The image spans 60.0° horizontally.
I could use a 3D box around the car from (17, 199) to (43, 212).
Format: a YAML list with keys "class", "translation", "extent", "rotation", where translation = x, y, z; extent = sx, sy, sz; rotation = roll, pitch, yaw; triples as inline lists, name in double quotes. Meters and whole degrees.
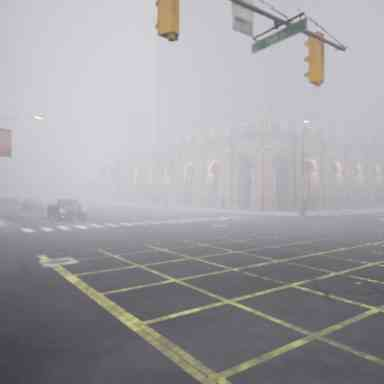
- class: "car"
  translation: [-18.021, 1.476, 37.487]
  extent: [1.812, 1.442, 4.674]
  rotation: [0, 0, -35]

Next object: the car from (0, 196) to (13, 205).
- class: "car"
  translation: [-32.560, 1.457, 57.997]
  extent: [1.994, 1.385, 4.181]
  rotation: [0, 0, -35]

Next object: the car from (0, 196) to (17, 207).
- class: "car"
  translation: [-27.685, 1.533, 50.986]
  extent: [1.895, 1.301, 4.718]
  rotation: [0, 0, -35]

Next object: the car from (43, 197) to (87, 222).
- class: "car"
  translation: [-9.772, 1.318, 25.864]
  extent: [2.097, 1.767, 4.553]
  rotation: [0, 0, -36]
